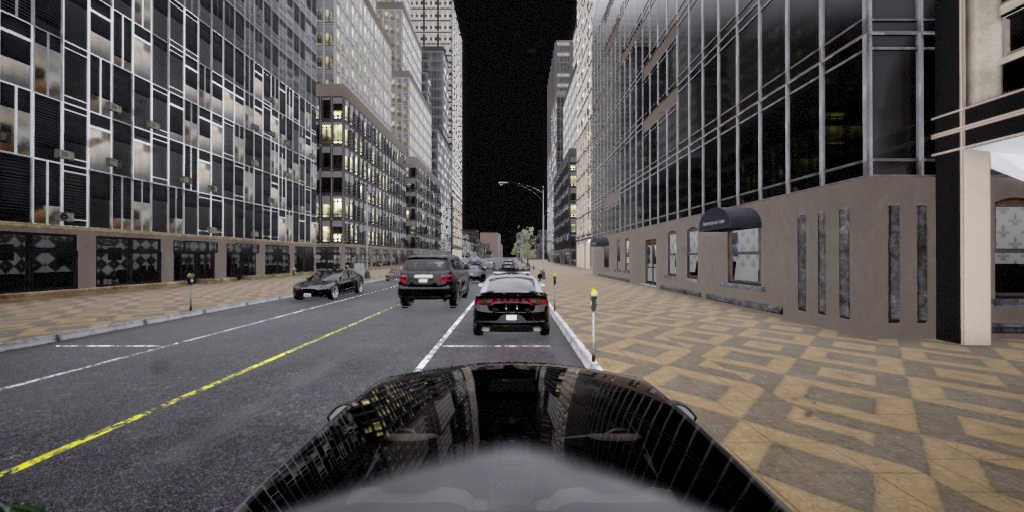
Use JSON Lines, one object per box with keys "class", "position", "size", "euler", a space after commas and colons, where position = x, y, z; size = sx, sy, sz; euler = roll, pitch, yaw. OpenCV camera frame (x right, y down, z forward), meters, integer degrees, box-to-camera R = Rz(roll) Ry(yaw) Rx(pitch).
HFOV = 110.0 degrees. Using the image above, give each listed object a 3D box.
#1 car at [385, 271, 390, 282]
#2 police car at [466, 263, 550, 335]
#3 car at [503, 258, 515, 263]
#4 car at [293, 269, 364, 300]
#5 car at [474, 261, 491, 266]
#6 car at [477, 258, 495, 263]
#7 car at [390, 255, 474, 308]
{"class": "car", "position": [-8.835, 1.325, 29.033], "size": [1.802, 1.307, 4.207], "euler": [0, 0, 0]}
{"class": "police car", "position": [-0.012, 1.174, 10.609], "size": [1.930, 1.638, 5.238], "euler": [0, 0, 0]}
{"class": "car", "position": [-0.455, 1.298, 46.099], "size": [1.948, 1.339, 4.313], "euler": [0, 0, 0]}
{"class": "car", "position": [-8.836, 1.313, 17.650], "size": [1.948, 1.339, 4.313], "euler": [0, 0, 0]}
{"class": "car", "position": [-3.061, 1.308, 28.735], "size": [1.994, 1.385, 4.181], "euler": [0, 0, 0]}
{"class": "car", "position": [-3.050, 1.279, 47.006], "size": [2.033, 1.411, 5.357], "euler": [0, 0, 0]}
{"class": "car", "position": [-3.145, 0.970, 15.403], "size": [2.150, 2.045, 5.566], "euler": [0, 0, 0]}
